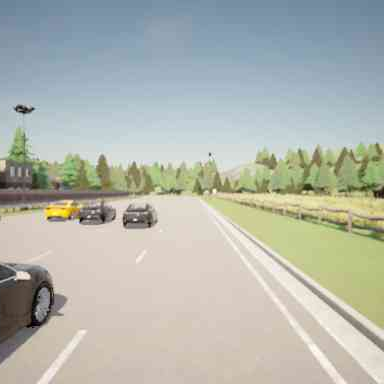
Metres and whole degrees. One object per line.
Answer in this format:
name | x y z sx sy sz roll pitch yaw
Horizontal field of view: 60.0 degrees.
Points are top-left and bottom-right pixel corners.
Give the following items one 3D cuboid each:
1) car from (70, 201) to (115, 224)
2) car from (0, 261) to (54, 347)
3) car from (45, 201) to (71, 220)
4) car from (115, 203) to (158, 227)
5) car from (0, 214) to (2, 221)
car | -6.921 1.474 24.728 2.128 1.511 4.902 0 0 0
car | -3.401 1.503 4.105 1.837 1.490 4.892 0 0 0
car | -10.423 1.459 27.763 1.882 1.535 5.008 0 0 0
car | -3.418 1.475 22.419 2.128 1.511 4.902 0 0 0
car | -13.917 1.537 20.305 2.033 1.411 5.357 0 0 0
